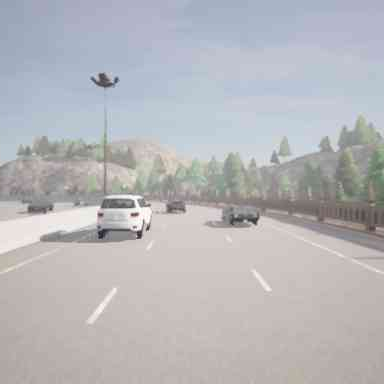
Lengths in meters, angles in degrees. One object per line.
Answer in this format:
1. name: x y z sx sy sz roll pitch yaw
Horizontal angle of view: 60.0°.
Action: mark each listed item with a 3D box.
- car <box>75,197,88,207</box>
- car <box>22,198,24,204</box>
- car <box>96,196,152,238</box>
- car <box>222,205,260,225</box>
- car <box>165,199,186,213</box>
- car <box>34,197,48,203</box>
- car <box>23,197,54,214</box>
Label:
1. car: -17.169 1.505 51.602 2.128 1.511 4.902 0 0 -21
2. car: -32.317 1.642 65.606 2.033 1.411 5.357 0 0 -33
3. car: -3.452 1.196 17.671 2.150 2.045 5.566 0 0 -1
4. car: 3.306 1.570 23.639 1.895 1.301 4.718 0 0 -3
5. car: -1.877 1.462 36.746 2.128 1.511 4.902 0 0 -11
6. car: -32.992 1.726 72.458 1.895 1.301 4.718 0 0 -36
7. car: -16.050 1.462 35.522 1.882 1.535 5.008 0 0 -12
